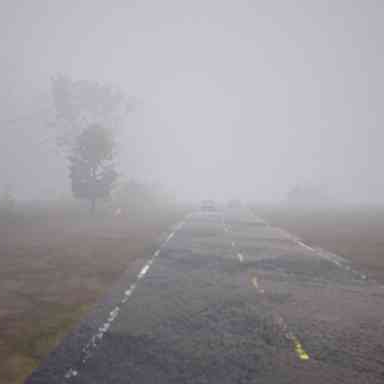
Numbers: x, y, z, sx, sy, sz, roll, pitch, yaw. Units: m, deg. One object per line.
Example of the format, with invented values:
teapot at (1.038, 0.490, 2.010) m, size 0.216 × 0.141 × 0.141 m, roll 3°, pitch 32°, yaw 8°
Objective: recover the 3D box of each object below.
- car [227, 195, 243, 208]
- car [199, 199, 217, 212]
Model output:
car at (6.477, 1.649, 51.195) m, size 1.994 × 1.385 × 4.181 m, roll 0°, pitch 0°, yaw 7°
car at (1.973, 1.593, 39.869) m, size 2.033 × 1.411 × 5.357 m, roll 0°, pitch 0°, yaw 6°
